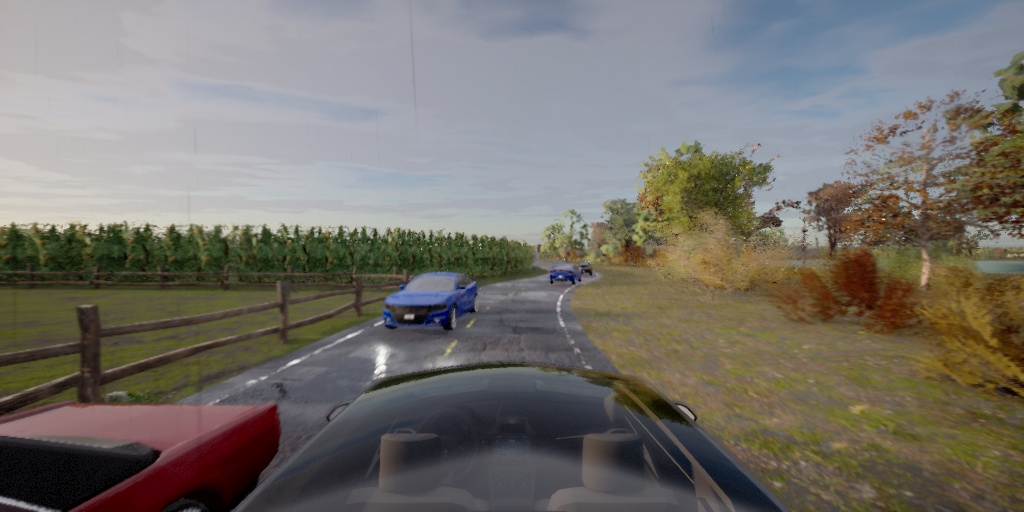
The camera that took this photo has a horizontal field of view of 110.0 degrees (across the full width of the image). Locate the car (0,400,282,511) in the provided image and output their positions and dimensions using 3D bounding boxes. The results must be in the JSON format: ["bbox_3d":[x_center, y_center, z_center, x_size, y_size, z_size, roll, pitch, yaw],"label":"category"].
[{"bbox_3d":[-2.770,1.349,0.572,1.895,1.301,4.718,0,0,1],"label":"car"}]

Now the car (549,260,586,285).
[{"bbox_3d":[4.281,1.334,28.011,1.882,1.535,5.008,0,0,19],"label":"car"}]

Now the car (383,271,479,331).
[{"bbox_3d":[-2.337,1.263,11.480,1.882,1.535,5.008,0,0,6],"label":"car"}]

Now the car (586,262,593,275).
[{"bbox_3d":[8.376,1.416,41.868,1.837,1.490,4.892,0,0,12],"label":"car"}]
